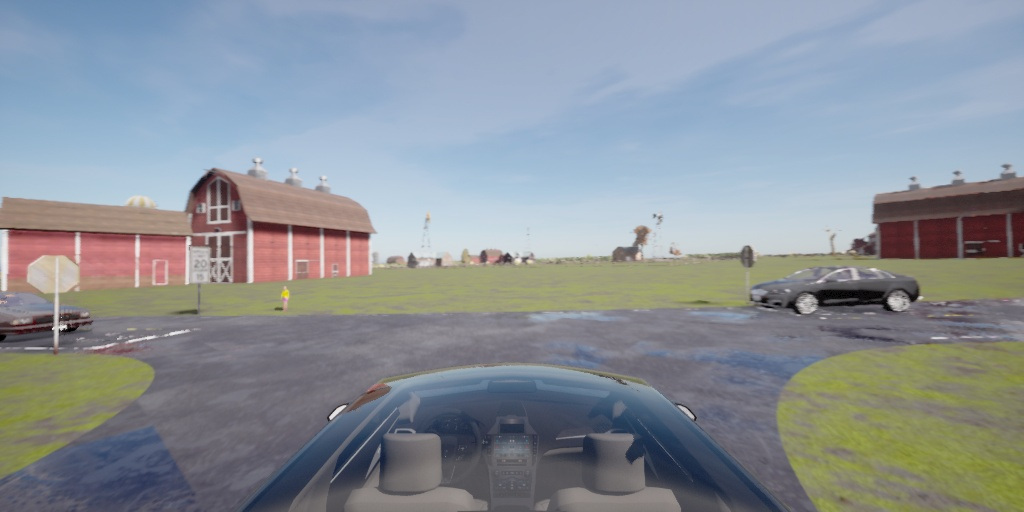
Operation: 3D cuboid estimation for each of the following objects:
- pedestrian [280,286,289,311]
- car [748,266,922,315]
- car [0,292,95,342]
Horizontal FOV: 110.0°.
[{"bbox_3d":[-10.344,1.930,16.382,0.500,1.100,0.500,-1,0,7],"label":"pedestrian"},{"bbox_3d":[10.714,1.089,12.138,4.902,1.511,2.128,-2,-1,0],"label":"car"},{"bbox_3d":[-16.355,1.848,11.260,5.357,1.411,2.033,-2,-1,8],"label":"car"}]
